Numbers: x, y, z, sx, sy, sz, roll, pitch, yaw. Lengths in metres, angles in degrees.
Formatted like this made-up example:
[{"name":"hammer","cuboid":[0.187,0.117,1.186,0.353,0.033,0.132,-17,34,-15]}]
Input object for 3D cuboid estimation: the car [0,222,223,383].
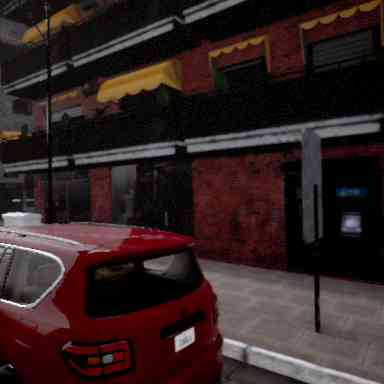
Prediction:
[{"name":"car","cuboid":[-2.005,1.312,4.173,5.009,1.841,2.192,0,-1,36]}]
